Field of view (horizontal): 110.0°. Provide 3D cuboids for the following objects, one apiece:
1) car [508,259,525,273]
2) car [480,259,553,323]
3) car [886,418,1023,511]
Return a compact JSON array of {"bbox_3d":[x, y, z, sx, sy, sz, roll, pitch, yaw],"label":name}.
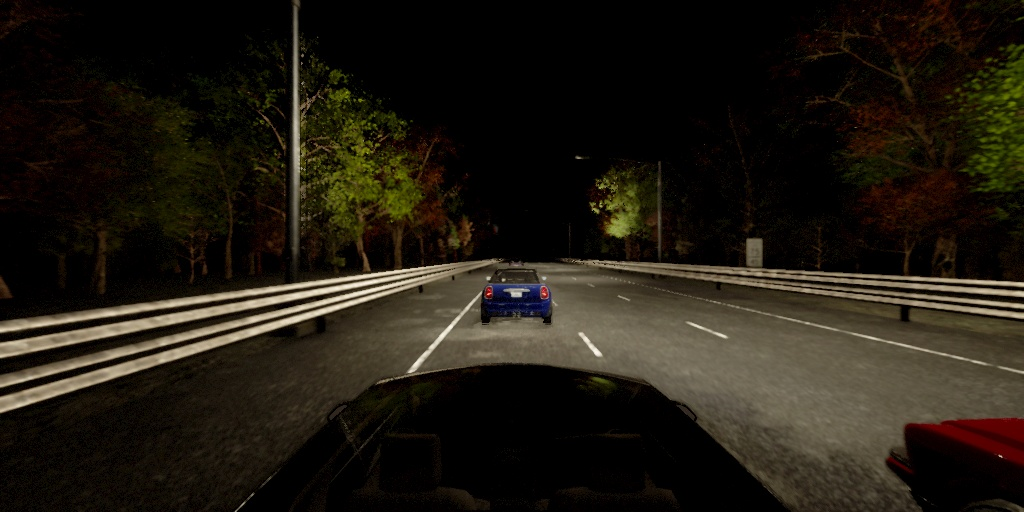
[{"bbox_3d":[0.556,1.174,44.666,2.033,1.649,4.856,0,0,1],"label":"car"},{"bbox_3d":[0.138,1.101,12.190,2.097,1.767,4.553,0,0,0],"label":"car"},{"bbox_3d":[3.603,1.352,0.362,1.895,1.301,4.718,0,0,0],"label":"car"}]
